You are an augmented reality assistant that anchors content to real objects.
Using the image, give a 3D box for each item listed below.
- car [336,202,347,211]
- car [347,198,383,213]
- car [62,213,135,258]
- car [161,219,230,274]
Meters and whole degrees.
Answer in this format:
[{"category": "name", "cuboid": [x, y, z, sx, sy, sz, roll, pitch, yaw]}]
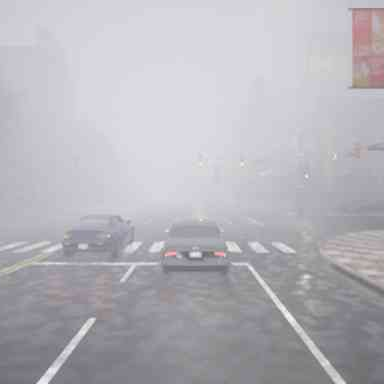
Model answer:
[{"category": "car", "cuboid": [19.428, 1.502, 38.754, 4.892, 1.490, 1.837, 0, 0, 0]}, {"category": "car", "cuboid": [19.417, 1.523, 35.261, 4.674, 1.442, 1.812, 0, 0, 1]}, {"category": "car", "cuboid": [-3.411, 1.526, 12.731, 1.812, 1.442, 4.674, 0, 0, 0]}, {"category": "car", "cuboid": [0.089, 1.548, 10.480, 2.033, 1.411, 5.357, 0, 0, 0]}]
